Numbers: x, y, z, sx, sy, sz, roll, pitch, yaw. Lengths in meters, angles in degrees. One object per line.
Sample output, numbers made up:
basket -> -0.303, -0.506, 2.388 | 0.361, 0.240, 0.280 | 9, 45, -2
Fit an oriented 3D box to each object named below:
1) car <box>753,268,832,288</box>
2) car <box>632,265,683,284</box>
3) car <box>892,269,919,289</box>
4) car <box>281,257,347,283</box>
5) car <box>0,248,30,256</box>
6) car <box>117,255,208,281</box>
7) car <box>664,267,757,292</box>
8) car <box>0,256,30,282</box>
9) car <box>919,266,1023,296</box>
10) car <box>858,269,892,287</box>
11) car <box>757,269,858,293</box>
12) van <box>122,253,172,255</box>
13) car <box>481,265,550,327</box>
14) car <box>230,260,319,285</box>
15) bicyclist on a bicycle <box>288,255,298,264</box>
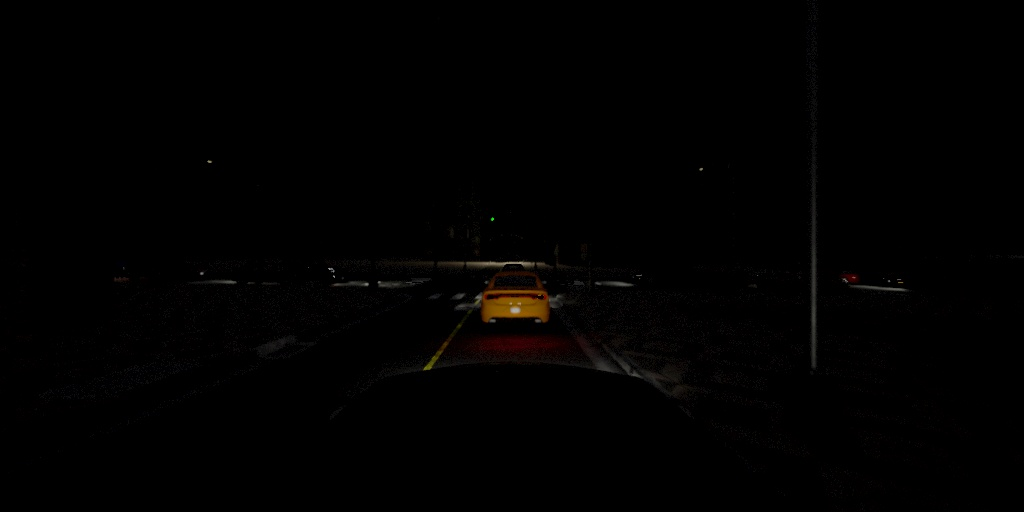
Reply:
car -> 21.805, 1.688, 27.990 | 4.718, 1.301, 1.895 | 1, 0, 0
car -> 11.887, 1.438, 27.993 | 4.892, 1.490, 1.837 | 1, 0, 0
car -> 31.870, 1.755, 27.978 | 4.892, 1.490, 1.837 | 1, 0, 0
car -> -13.895, 0.913, 24.760 | 4.553, 1.767, 2.097 | 1, 0, 1
car -> -34.389, 0.506, 24.818 | 5.566, 2.045, 2.150 | 1, 0, 0
car -> -23.893, 0.915, 24.809 | 4.902, 1.511, 2.128 | 1, 0, 0
car -> 12.131, 1.510, 22.136 | 4.313, 1.339, 1.948 | 0, 0, 0
car -> -31.153, 0.875, 22.053 | 4.507, 1.381, 1.888 | 0, 0, 0
car -> 29.060, 1.526, 22.131 | 5.009, 1.841, 2.192 | 0, 0, 0
car -> 29.070, 1.746, 30.656 | 4.507, 1.381, 1.888 | 0, 0, 0
car -> 17.943, 1.557, 22.134 | 4.829, 1.417, 1.751 | 0, 0, 0
van -> -31.141, 0.660, 30.578 | 3.998, 1.789, 1.690 | 0, 0, 0
car -> 0.123, 1.221, 11.510 | 1.882, 1.535, 5.008 | 0, 0, 1
car -> -14.777, 1.102, 22.048 | 4.403, 1.370, 2.007 | 0, 0, 0
bicyclist on a bicycle -> -20.488, 0.758, 33.542 | 0.582, 1.620, 1.656 | 1, 0, 0
